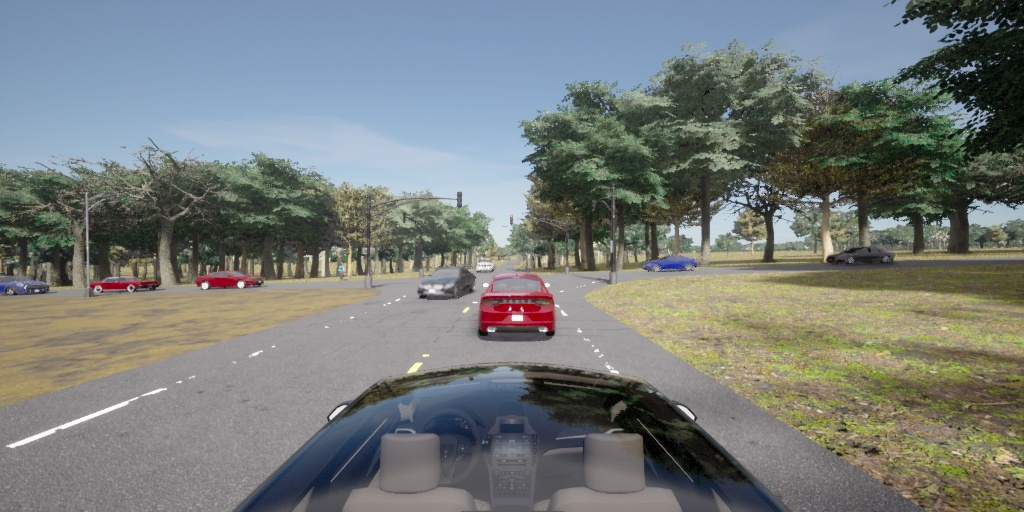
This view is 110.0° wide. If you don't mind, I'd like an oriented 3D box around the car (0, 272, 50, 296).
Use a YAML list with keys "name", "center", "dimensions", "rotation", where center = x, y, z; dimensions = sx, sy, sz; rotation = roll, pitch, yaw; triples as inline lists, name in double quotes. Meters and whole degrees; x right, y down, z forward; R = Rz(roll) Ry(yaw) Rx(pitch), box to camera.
- name: "car"
  center: [-43.321, 2.500, 31.141]
  dimensions: [4.553, 1.767, 2.097]
  rotation: [-2, -1, 3]

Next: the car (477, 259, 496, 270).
- name: "car"
  center: [-3.910, 1.391, 53.011]
  dimensions: [2.150, 2.045, 5.566]
  rotation: [0, -1, 1]

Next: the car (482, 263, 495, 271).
- name: "car"
  center: [-4.074, 1.907, 62.961]
  dimensions: [1.994, 1.385, 4.181]
  rotation: [0, -1, 0]

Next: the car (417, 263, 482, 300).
- name: "car"
  center: [-3.108, 1.279, 18.028]
  dimensions: [1.812, 1.442, 4.674]
  rotation: [-1, 0, 10]

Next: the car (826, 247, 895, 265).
- name: "car"
  center: [30.601, 0.003, 31.596]
  dimensions: [4.892, 1.490, 1.837]
  rotation: [-2, -1, 2]

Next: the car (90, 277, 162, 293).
- name: "car"
  center: [-33.040, 2.415, 30.647]
  dimensions: [4.718, 1.301, 1.895]
  rotation: [-2, -1, 3]

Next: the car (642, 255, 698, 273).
- name: "car"
  center: [14.054, 0.672, 32.020]
  dimensions: [4.674, 1.442, 1.812]
  rotation: [-2, -1, -1]

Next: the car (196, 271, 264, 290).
- name: "car"
  center: [-23.682, 1.973, 30.224]
  dimensions: [5.008, 1.535, 1.882]
  rotation: [-2, -1, 2]

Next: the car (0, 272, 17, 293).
- name: "car"
  center: [-52.812, 2.699, 35.247]
  dimensions: [5.566, 2.045, 2.150]
  rotation: [-2, -1, 3]

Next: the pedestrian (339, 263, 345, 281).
- name: "pedestrian"
  center: [-17.905, 1.665, 37.570]
  dimensions: [0.375, 1.860, 0.375]
  rotation: [0, 1, 3]

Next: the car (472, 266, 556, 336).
- name: "car"
  center: [0.129, 1.229, 10.446]
  dimensions: [1.882, 1.535, 5.008]
  rotation: [0, 0, 0]
